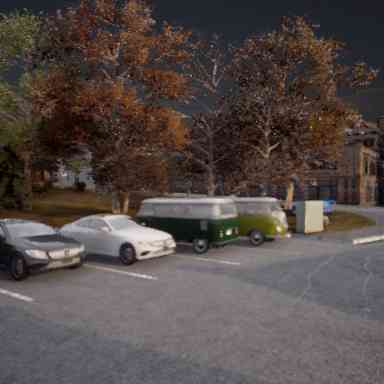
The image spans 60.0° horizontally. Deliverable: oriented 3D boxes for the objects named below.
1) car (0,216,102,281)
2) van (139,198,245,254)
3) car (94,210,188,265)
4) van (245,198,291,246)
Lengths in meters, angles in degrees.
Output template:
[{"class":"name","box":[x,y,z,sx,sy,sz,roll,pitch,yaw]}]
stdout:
[{"class":"car","box":[-5.124,1.524,9.918,4.674,1.452,2.002,-1,-1,35]},{"class":"van","box":[-0.430,1.253,13.396,4.442,1.987,1.878,-1,0,35]},{"class":"car","box":[-2.727,1.519,11.630,4.674,1.452,2.002,-1,-1,34]},{"class":"van","box":[2.166,1.248,14.980,4.442,1.987,1.878,-1,-1,35]}]
